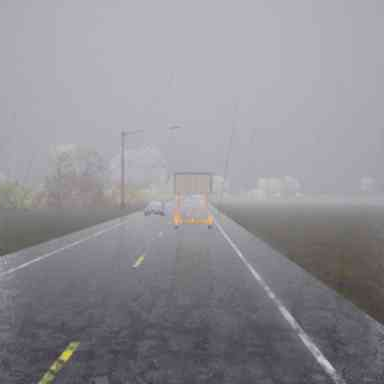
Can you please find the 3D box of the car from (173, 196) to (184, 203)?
[{"bbox_3d":[-2.950,1.694,72.972,1.812,1.442,4.674,0,0,1],"label":"car"}]

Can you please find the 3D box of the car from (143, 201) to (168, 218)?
[{"bbox_3d":[-3.481,1.639,32.213,1.812,1.442,4.674,0,0,0],"label":"car"}]

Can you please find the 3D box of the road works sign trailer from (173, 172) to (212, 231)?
[{"bbox_3d":[0.066,0.538,21.053,2.380,3.560,2.880,0,0,-1],"label":"road works sign trailer"}]
